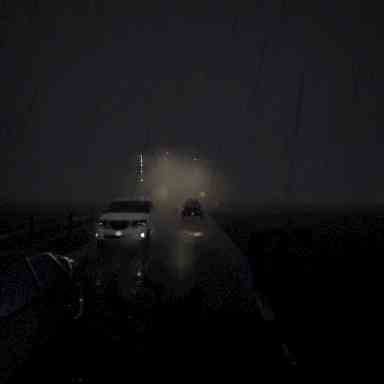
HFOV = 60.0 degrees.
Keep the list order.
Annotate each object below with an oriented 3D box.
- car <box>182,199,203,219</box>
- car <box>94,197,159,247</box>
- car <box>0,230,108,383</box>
[{"bbox_3d":[0.063,1.597,29.744,1.812,1.442,4.674,0,0,0],"label":"car"},{"bbox_3d":[-2.849,1.263,15.696,2.150,2.045,5.566,0,0,0],"label":"car"},{"bbox_3d":[-2.852,1.560,4.401,2.033,1.411,5.357,0,0,0],"label":"car"}]
